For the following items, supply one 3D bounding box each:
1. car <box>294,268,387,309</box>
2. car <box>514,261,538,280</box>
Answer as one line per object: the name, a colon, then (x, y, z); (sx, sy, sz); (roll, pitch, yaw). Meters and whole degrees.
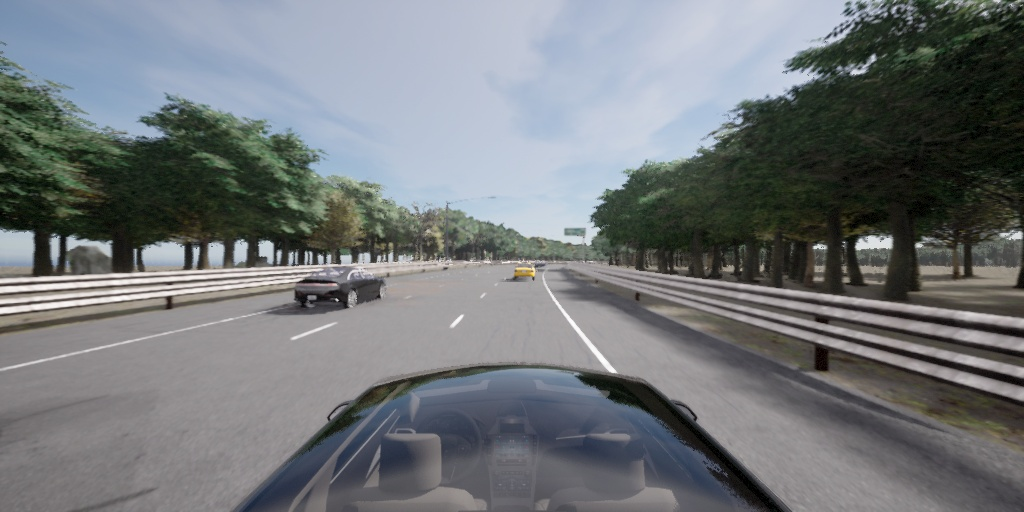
car: (-6.785, 1.217, 14.764); (2.128, 1.511, 4.902); (0, 0, 2)
car: (1.183, 1.261, 32.359); (1.801, 1.575, 5.366); (0, 0, 4)
